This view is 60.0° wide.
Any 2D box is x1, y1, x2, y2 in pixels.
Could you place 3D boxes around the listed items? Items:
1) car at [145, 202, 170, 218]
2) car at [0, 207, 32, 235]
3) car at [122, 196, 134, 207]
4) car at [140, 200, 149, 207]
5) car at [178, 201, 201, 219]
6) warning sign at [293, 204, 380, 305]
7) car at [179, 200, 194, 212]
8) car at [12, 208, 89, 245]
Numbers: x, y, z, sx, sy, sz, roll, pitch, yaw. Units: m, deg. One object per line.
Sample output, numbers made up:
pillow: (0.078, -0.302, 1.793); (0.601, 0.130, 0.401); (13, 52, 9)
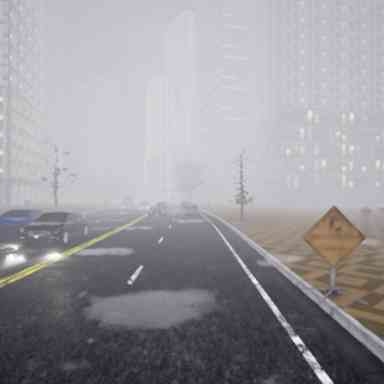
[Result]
car: (-3.400, 1.955, 33.919); (1.895, 1.301, 4.718); (0, -1, -2)
car: (-9.812, 1.667, 19.206); (1.882, 1.535, 5.008); (0, -1, 0)
car: (-12.639, 1.899, 66.096); (2.150, 2.045, 5.566); (0, 0, -7)
car: (-9.424, 2.264, 66.570); (1.895, 1.301, 4.718); (0, 0, -7)
car: (-0.124, 1.902, 33.305); (2.033, 1.411, 5.357); (0, -1, -3)
warning sign: (2.873, 1.197, 6.784); (1.300, 1.860, 1.060); (0, 0, 0)
car: (-0.865, 1.958, 46.718); (1.882, 1.535, 5.008); (0, 0, -4)
car: (-6.563, 1.671, 16.455); (1.837, 1.490, 4.892); (0, -1, 0)
